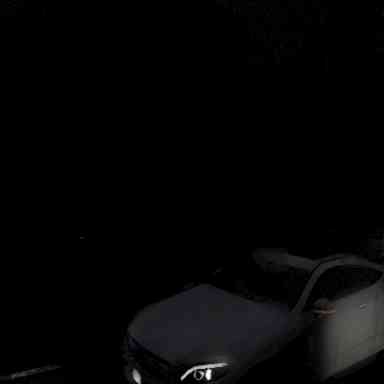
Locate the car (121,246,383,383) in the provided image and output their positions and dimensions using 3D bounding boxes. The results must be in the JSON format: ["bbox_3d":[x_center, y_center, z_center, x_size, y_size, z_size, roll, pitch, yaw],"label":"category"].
[{"bbox_3d":[1.362,1.563,4.631,4.674,1.442,1.812,1,0,-35],"label":"car"}]
